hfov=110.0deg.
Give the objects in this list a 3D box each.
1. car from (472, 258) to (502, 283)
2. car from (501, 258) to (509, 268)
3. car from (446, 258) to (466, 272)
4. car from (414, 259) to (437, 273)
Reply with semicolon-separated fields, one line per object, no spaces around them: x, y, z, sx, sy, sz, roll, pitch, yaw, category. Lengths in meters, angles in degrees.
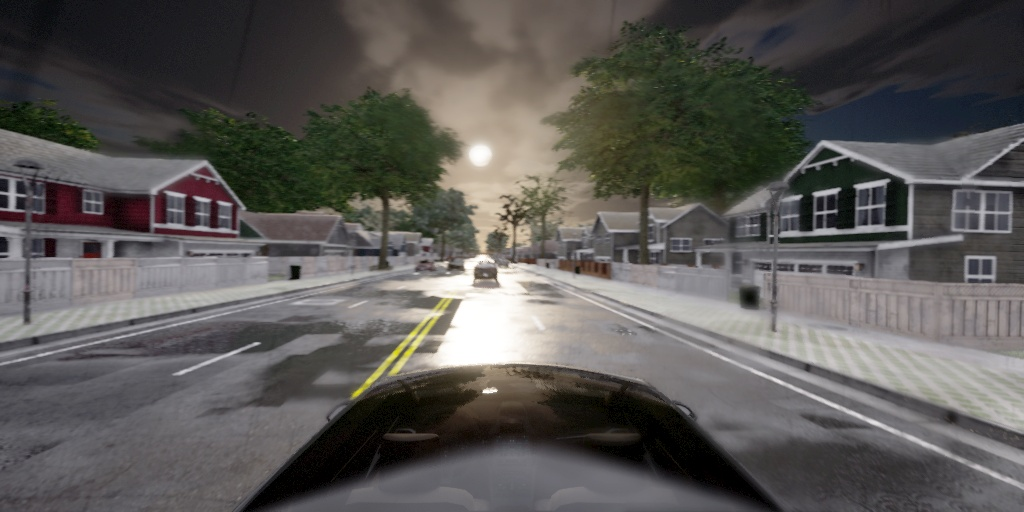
-2.068;1.188;27.982;1.882;1.535;5.008;1;0;-4;car
-1.575;1.267;63.671;2.128;1.511;4.902;1;0;-4;car
-6.699;0.990;43.427;2.097;1.767;4.553;1;0;-4;car
-9.746;1.103;40.564;1.812;1.442;4.674;1;0;-4;car
